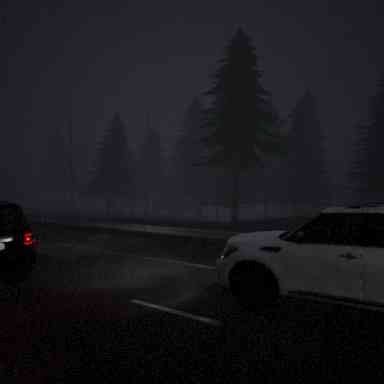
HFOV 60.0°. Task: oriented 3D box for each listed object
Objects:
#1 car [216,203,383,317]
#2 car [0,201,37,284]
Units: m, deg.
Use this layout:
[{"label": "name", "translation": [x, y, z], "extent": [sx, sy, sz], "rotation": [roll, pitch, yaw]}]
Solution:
[{"label": "car", "translation": [3.148, 1.222, 6.046], "extent": [5.566, 2.045, 2.150], "rotation": [0, 0, 35]}, {"label": "car", "translation": [-6.192, 1.226, 8.406], "extent": [5.566, 2.045, 2.150], "rotation": [0, 0, 35]}]
